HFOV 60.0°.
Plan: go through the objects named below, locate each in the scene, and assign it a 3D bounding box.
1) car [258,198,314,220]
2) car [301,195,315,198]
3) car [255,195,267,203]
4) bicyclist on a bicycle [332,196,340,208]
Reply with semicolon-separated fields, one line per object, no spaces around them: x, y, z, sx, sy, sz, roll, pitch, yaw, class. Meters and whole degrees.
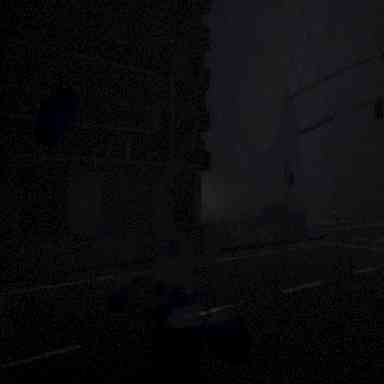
8.195;1.561;28.768;1.812;1.442;4.674;0;0;-35;car
26.909;1.398;76.442;4.553;1.767;2.097;0;0;-30;car
15.205;1.377;68.257;4.553;1.767;2.097;0;0;-35;car
19.206;1.362;44.344;1.656;1.620;0.582;0;0;-35;bicyclist on a bicycle
